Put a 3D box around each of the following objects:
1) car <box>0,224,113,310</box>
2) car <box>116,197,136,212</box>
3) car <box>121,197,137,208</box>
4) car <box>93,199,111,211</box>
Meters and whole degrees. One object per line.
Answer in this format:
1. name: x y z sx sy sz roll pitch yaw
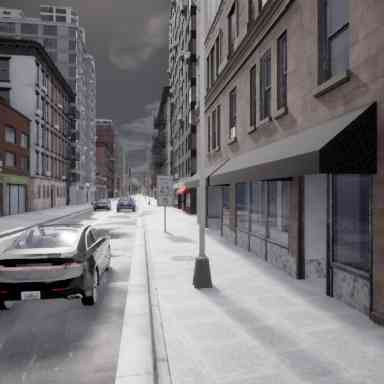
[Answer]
1. car: -3.030 1.497 7.893 2.128 1.511 4.902 0 0 -9
2. car: -7.865 1.402 39.966 2.097 1.767 4.553 0 0 -8
3. car: -9.432 1.562 49.845 2.128 1.511 4.902 0 0 -9
4. car: -11.324 1.604 42.339 2.033 1.411 5.357 0 0 -9
